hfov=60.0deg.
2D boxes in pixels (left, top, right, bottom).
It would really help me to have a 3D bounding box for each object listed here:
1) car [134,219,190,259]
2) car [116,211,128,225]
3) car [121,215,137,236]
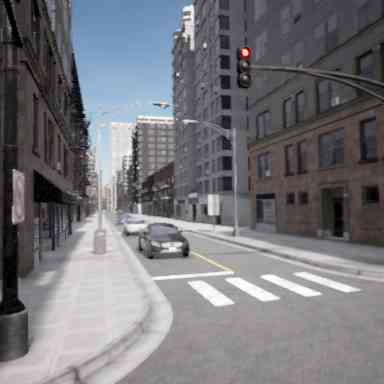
[{"bbox_3d":[-1.479,2.269,16.294,1.812,1.442,4.674,0,-3,-17],"label":"car"},{"bbox_3d":[-9.237,3.685,45.144,1.812,1.442,4.674,0,-3,-15],"label":"car"},{"bbox_3d":[-4.630,2.910,27.909,1.895,1.301,4.718,0,-3,-15],"label":"car"}]
